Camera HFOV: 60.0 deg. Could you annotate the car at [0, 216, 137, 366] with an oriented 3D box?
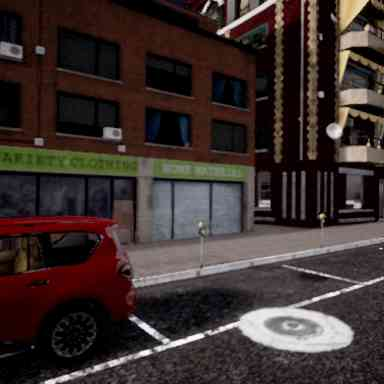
[{"bbox_3d":[-3.154,1.315,4.291,5.009,1.841,2.192,0,1,-35],"label":"car"}]
